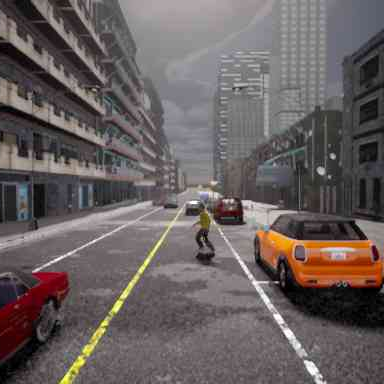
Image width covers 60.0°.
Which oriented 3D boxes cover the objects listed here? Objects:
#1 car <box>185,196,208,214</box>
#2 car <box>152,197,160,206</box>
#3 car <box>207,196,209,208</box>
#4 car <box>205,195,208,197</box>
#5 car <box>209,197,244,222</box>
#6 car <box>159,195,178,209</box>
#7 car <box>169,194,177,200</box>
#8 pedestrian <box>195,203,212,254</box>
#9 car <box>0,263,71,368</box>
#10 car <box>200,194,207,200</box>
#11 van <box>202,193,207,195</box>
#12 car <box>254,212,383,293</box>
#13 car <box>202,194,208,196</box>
[{"bbox_3d":[0.279,1.494,34.656,2.033,1.411,5.357,0,0,1],"label":"car"},{"bbox_3d":[-5.400,1.494,53.780,1.802,1.307,4.206,-1,0,0],"label":"car"},{"bbox_3d":[2.876,1.468,37.209,1.752,1.417,4.829,-1,0,0],"label":"car"},{"bbox_3d":[2.921,1.484,42.618,2.008,1.369,4.403,-1,0,0],"label":"car"},{"bbox_3d":[2.785,1.276,25.879,2.192,1.841,5.009,-1,0,0],"label":"car"},{"bbox_3d":[-2.841,1.475,45.449,2.033,1.411,5.357,0,0,0],"label":"car"},{"bbox_3d":[-5.179,1.375,92.843,2.008,1.369,4.403,-1,0,0],"label":"car"},{"bbox_3d":[0.394,1.277,11.817,0.375,1.860,0.375,-1,1,0],"label":"pedestrian"},{"bbox_3d":[-3.080,1.596,3.631,1.895,1.301,4.718,0,0,0],"label":"car"},{"bbox_3d":[3.201,1.369,92.837,1.887,1.381,4.507,-1,0,0],"label":"car"},{"bbox_3d":[3.134,1.192,81.676,1.690,1.788,3.998,-1,0,0],"label":"van"},{"bbox_3d":[3.049,1.338,9.013,2.097,1.767,4.553,0,0,0],"label":"car"},{"bbox_3d":[3.012,1.482,59.358,1.802,1.307,4.206,-1,0,0],"label":"car"}]
